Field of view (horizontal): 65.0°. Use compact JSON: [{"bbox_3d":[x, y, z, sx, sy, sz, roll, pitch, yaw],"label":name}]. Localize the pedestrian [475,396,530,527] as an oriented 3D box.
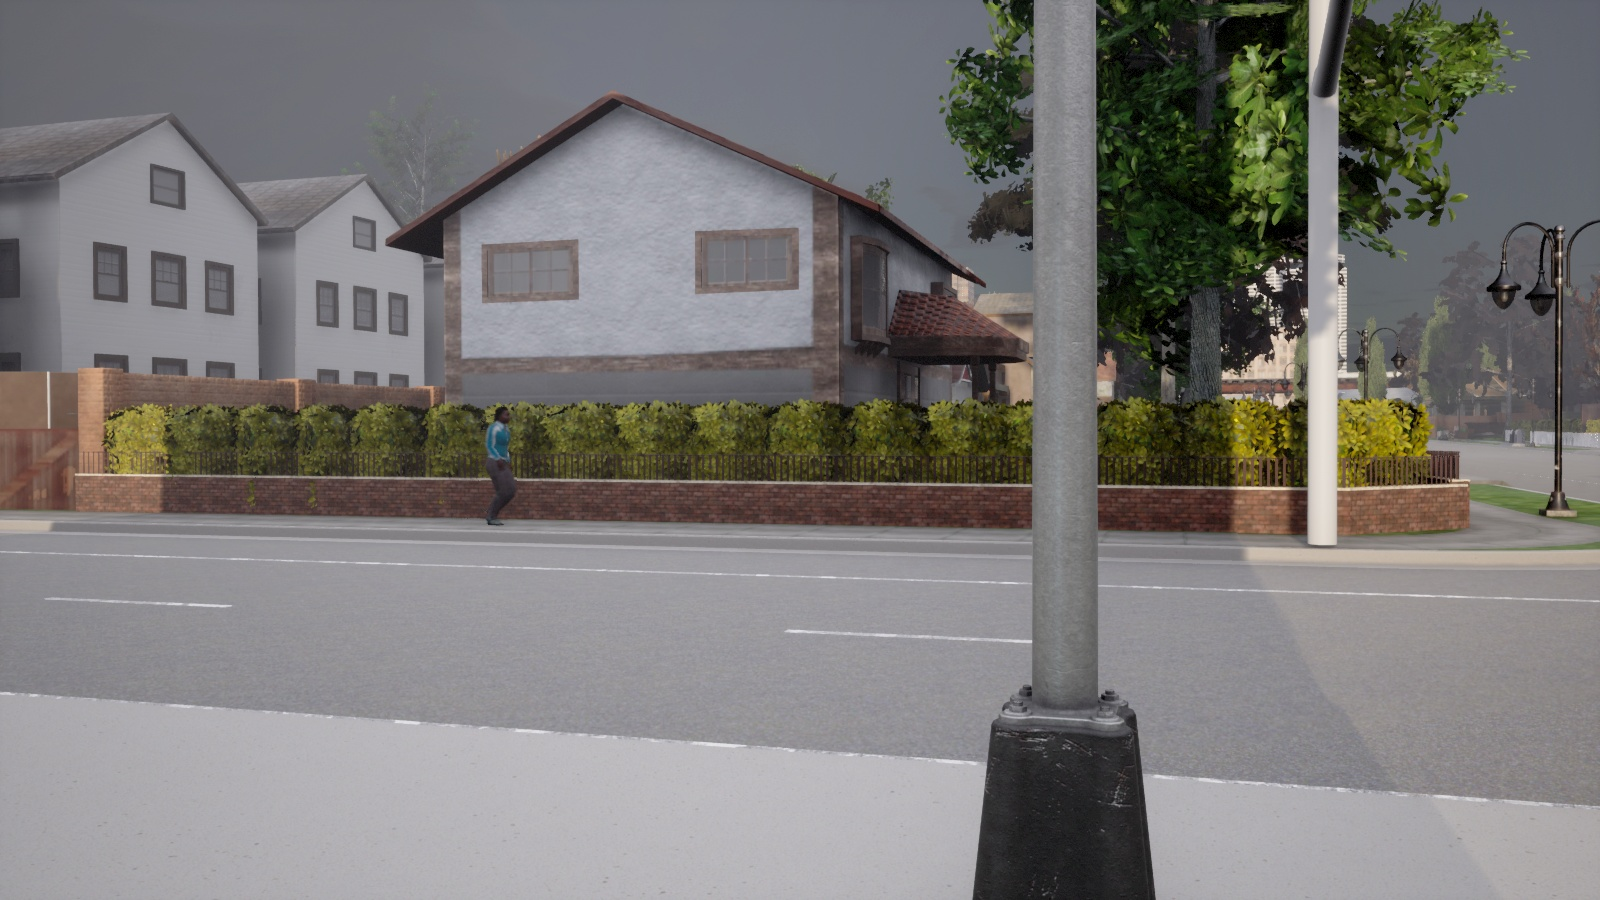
[{"bbox_3d":[-4.441,0.165,18.729,0.692,1.930,0.396,0,1,16],"label":"pedestrian"}]
